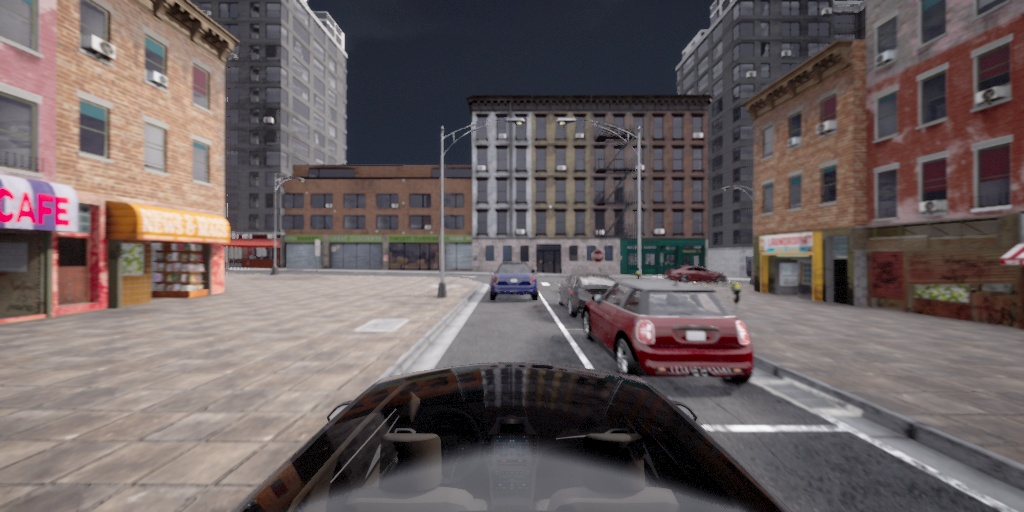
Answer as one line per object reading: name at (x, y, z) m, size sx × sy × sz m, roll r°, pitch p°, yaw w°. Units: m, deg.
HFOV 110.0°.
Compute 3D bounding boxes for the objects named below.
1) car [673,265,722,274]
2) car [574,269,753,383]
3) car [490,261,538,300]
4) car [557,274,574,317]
car at (14.622, 1.491, 28.684) m, size 4.674 × 1.442 × 1.812 m, roll 1°, pitch 0°, yaw 0°
car at (2.639, 1.163, 7.096) m, size 1.967 × 1.591 × 4.097 m, roll 0°, pitch 0°, yaw 0°
car at (0.079, 1.028, 17.295) m, size 2.097 × 1.767 × 4.553 m, roll 0°, pitch 0°, yaw 0°
car at (2.638, 1.247, 12.600) m, size 2.007 × 1.370 × 4.403 m, roll 0°, pitch 0°, yaw 0°
